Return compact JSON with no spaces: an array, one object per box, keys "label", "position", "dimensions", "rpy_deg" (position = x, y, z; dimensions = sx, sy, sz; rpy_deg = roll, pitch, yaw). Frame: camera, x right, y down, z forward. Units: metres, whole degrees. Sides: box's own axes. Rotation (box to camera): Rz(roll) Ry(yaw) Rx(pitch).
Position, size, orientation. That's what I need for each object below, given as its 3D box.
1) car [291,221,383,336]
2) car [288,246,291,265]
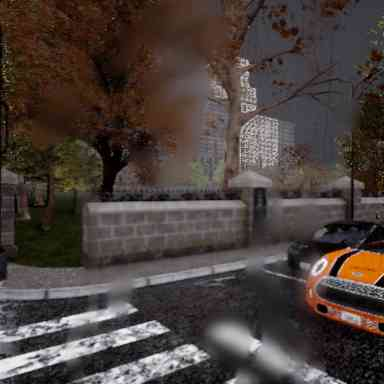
[{"label":"car","position":[4.277,1.349,6.427],"dimensions":[4.553,1.767,2.097],"rpy_deg":[0,0,-35]},{"label":"car","position":[4.742,1.562,9.936],"dimensions":[4.313,1.339,1.947],"rpy_deg":[0,0,-35]}]
